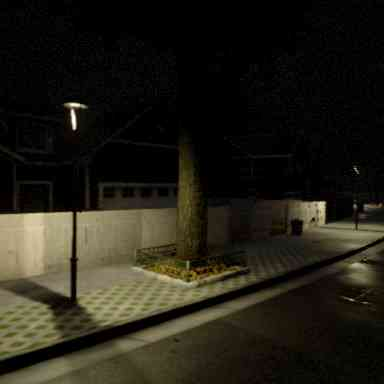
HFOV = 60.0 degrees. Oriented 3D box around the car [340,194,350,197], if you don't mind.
[{"bbox_3d":[34.583,1.115,75.165,1.812,1.442,4.674,0,1,4],"label":"car"}]
